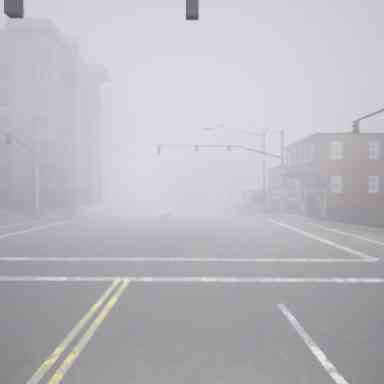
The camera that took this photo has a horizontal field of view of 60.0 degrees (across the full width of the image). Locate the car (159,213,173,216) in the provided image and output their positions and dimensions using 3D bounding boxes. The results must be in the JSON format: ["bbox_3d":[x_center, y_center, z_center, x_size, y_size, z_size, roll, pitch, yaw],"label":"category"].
[{"bbox_3d":[-3.569,3.670,47.677,2.033,1.411,5.357,0,-12,0],"label":"car"}]
